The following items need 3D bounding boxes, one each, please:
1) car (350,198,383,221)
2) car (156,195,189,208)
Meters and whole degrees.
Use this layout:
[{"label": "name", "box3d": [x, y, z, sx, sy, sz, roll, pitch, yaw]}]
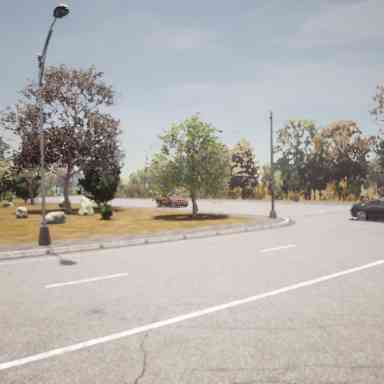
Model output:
[{"label": "car", "box3d": [12.313, 1.159, 20.511, 1.837, 1.490, 4.892, -2, 1, -34]}, {"label": "car", "box3d": [-2.395, 1.103, 40.108, 1.882, 1.535, 5.008, -2, 1, -39]}]
